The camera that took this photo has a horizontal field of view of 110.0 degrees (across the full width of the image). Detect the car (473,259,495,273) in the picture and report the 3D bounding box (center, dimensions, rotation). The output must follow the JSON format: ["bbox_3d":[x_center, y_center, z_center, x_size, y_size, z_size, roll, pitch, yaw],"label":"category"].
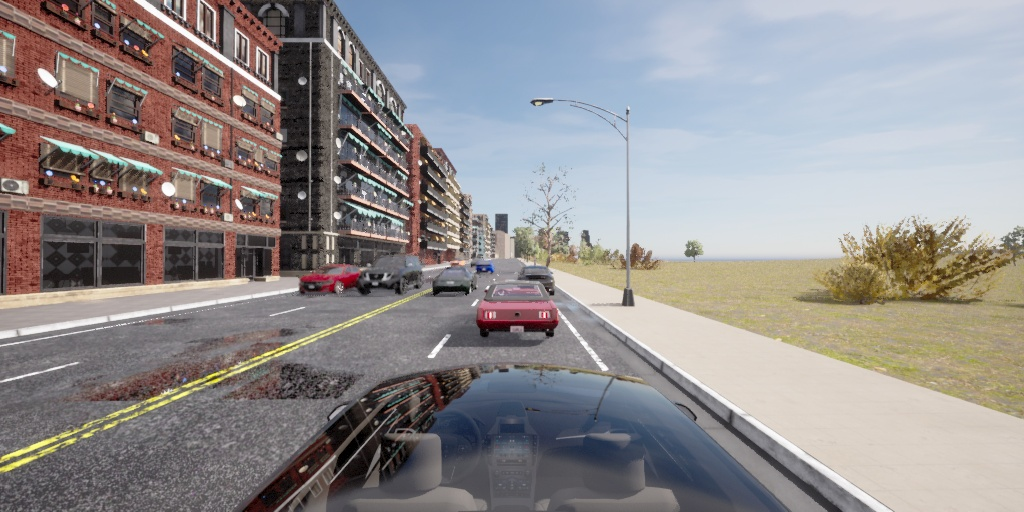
[{"bbox_3d":[-2.982,1.229,40.747,1.882,1.535,5.008,0,0,0],"label":"car"}]

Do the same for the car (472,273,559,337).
[{"bbox_3d":[0.135,1.352,10.246,1.895,1.301,4.718,0,0,0],"label":"car"}]

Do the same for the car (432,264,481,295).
[{"bbox_3d":[-3.073,1.316,19.917,1.994,1.385,4.181,0,0,0],"label":"car"}]

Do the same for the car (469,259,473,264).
[{"bbox_3d":[-6.296,1.255,63.221,1.837,1.490,4.892,0,0,1],"label":"car"}]

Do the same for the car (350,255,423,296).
[{"bbox_3d":[-6.523,0.973,19.887,2.150,2.045,5.566,0,0,0],"label":"car"}]

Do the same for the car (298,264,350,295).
[{"bbox_3d":[-9.773,1.230,19.977,1.882,1.535,5.008,0,0,0],"label":"car"}]

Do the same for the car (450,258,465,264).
[{"bbox_3d":[-9.548,1.102,62.864,2.097,1.767,4.553,0,0,1],"label":"car"}]

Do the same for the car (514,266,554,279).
[{"bbox_3d":[1.213,1.257,19.446,1.837,1.490,4.892,0,0,0],"label":"car"}]
